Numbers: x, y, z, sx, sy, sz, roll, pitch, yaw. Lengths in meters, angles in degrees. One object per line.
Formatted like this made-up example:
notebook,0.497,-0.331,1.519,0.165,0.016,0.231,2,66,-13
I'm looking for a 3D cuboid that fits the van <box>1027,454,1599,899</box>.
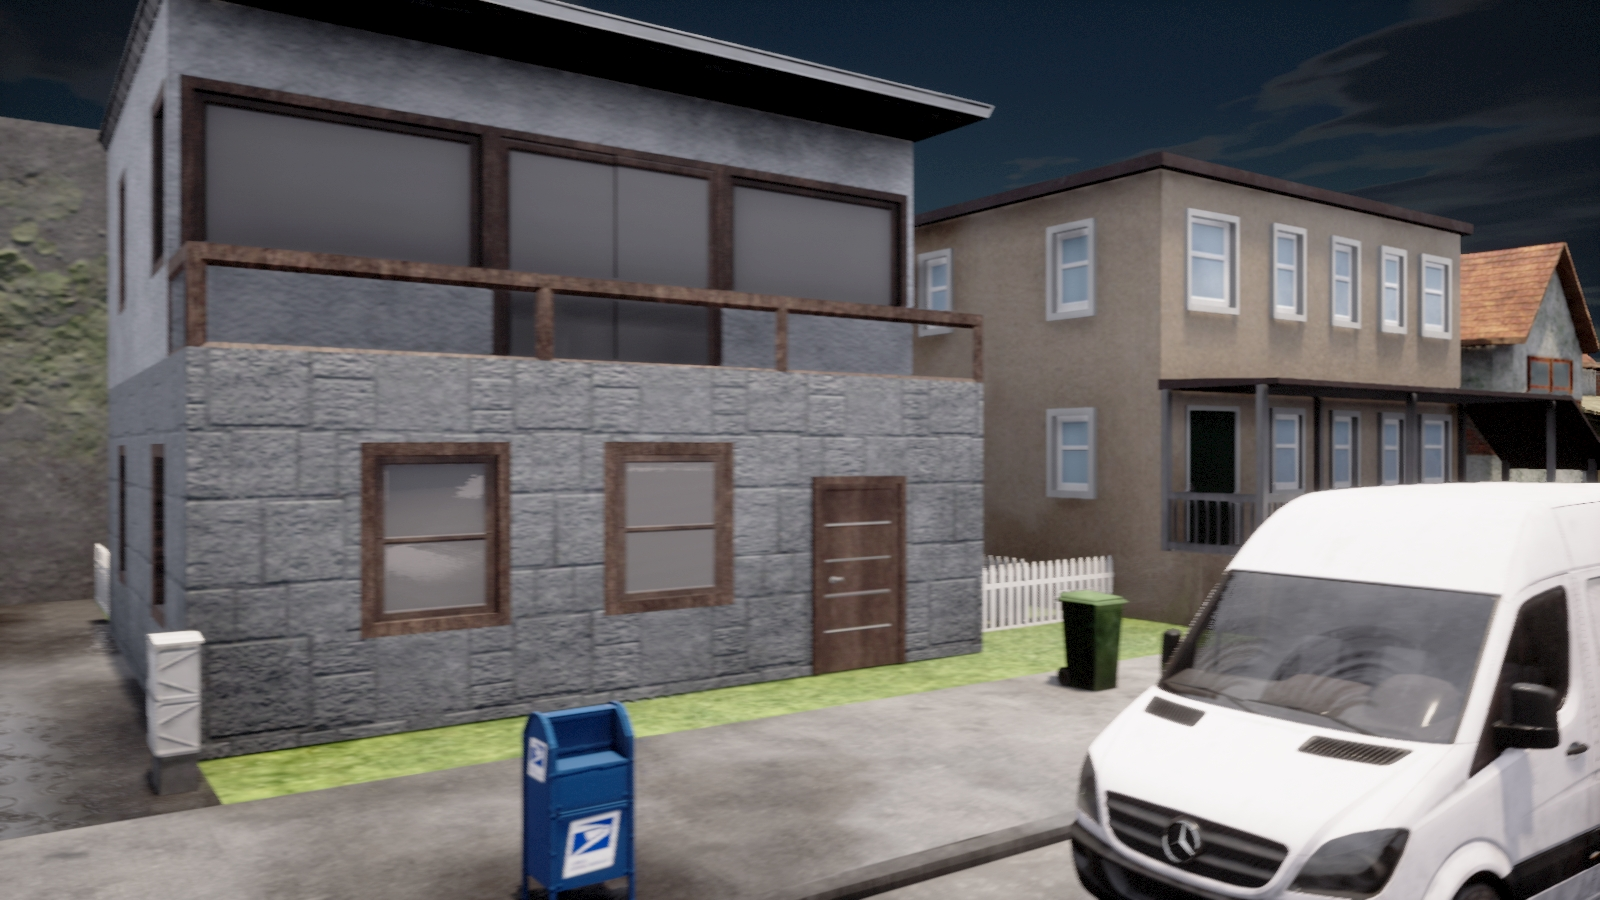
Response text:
van,4.279,1.313,7.389,5.915,2.561,1.988,0,0,-35
